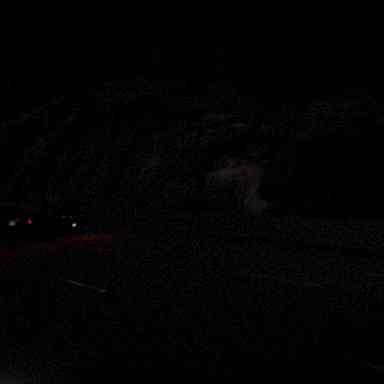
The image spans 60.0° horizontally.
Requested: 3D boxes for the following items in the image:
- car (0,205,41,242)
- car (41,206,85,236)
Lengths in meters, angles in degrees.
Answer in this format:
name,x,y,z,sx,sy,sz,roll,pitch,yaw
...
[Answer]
name,x,y,z,sx,sy,sz,roll,pitch,yaw
car,-9.348,1.361,15.447,4.553,1.767,2.097,0,0,37
car,-8.095,1.518,18.886,4.902,1.511,2.128,0,0,37
